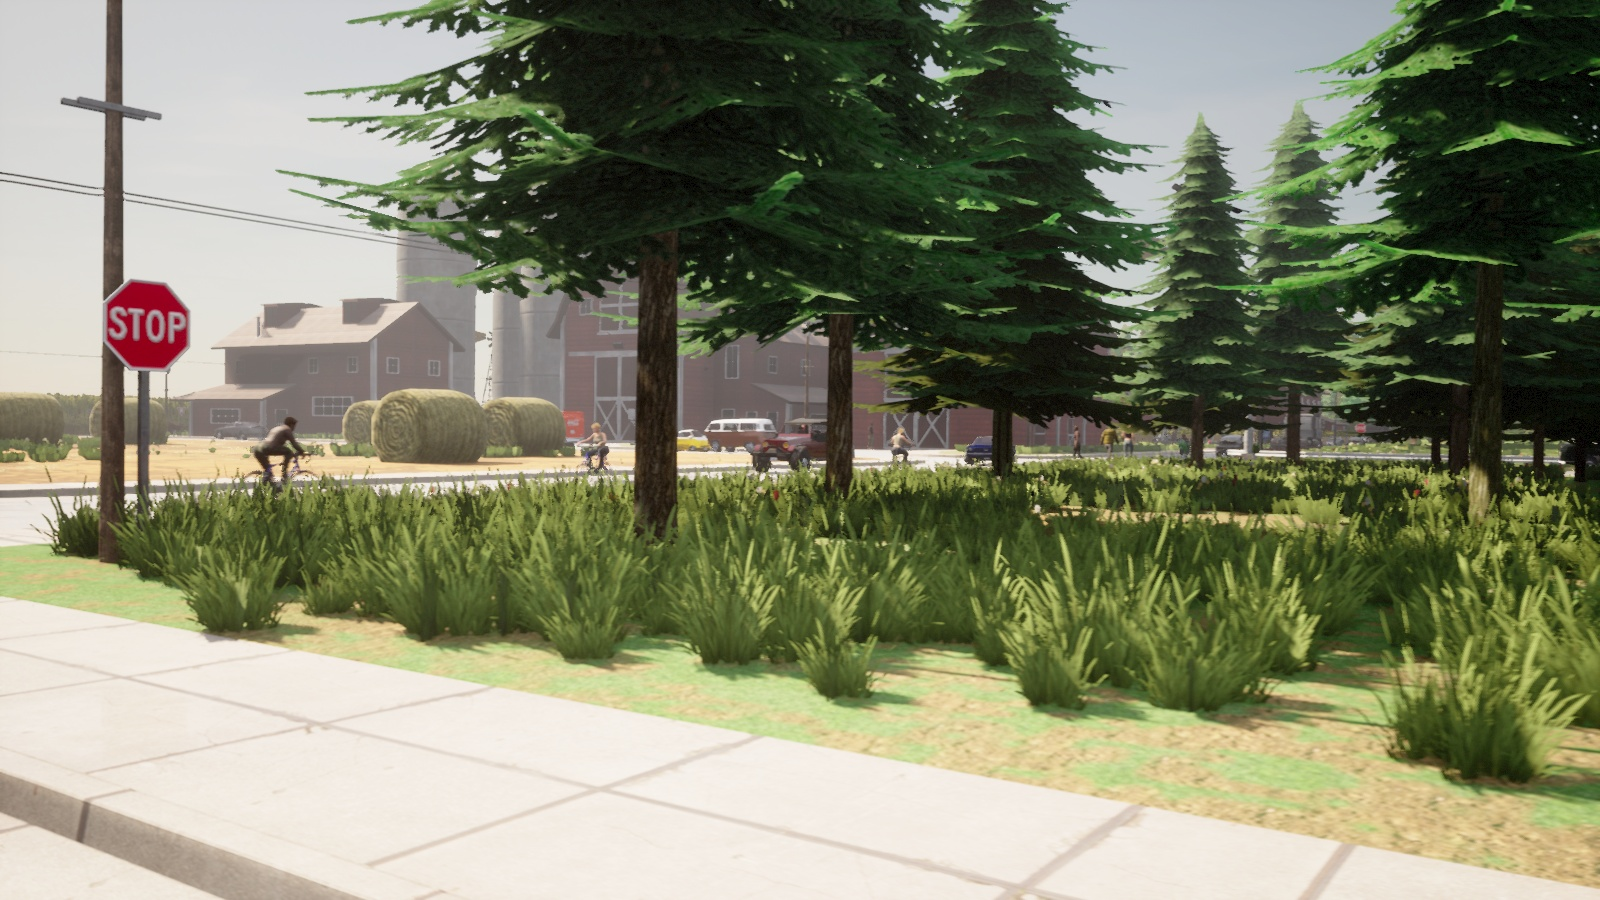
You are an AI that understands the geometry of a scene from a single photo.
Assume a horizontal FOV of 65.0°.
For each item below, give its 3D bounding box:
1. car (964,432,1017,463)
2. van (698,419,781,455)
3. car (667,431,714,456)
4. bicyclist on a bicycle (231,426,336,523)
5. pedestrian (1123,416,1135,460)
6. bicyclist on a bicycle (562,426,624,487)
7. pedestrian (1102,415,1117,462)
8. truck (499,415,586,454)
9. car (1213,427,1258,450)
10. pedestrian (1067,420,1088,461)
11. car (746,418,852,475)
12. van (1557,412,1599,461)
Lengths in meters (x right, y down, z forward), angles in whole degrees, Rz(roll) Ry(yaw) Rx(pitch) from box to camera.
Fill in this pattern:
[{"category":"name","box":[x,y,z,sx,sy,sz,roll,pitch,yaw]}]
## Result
[{"category":"car","box":[8.811,-0.136,57.745,1.895,1.301,4.718,0,1,15]},{"category":"van","box":[-3.619,-0.768,74.780,4.480,2.038,2.069,0,1,30]},{"category":"car","box":[-6.311,-0.372,72.313,2.207,1.376,1.481,0,1,30]},{"category":"bicyclist on a bicycle","box":[-8.975,0.400,21.867,0.582,1.620,1.656,0,1,31]},{"category":"pedestrian","box":[13.619,-0.502,51.990,0.345,1.836,0.594,0,1,30]},{"category":"bicyclist on a bicycle","box":[-5.606,0.166,34.077,0.866,1.612,1.509,0,1,32]},{"category":"pedestrian","box":[12.375,-0.466,50.163,0.370,1.835,0.726,0,1,33]},{"category":"truck","box":[-16.954,-1.038,82.608,5.204,2.467,2.627,0,1,30]},{"category":"car","box":[29.325,-0.764,84.484,1.837,1.490,4.892,0,1,31]},{"category":"pedestrian","box":[12.182,-0.410,55.149,0.869,1.805,0.328,0,1,24]},{"category":"car","box":[0.012,-0.153,43.266,1.905,1.878,3.866,0,1,31]},{"category":"van","box":[34.296,-0.567,52.531,4.480,2.038,2.069,0,1,30]}]
